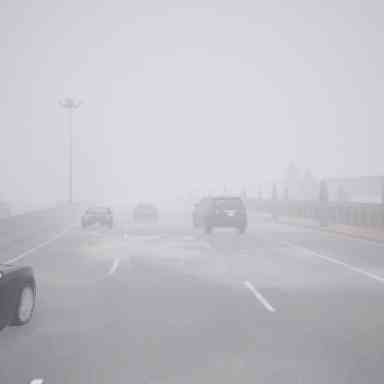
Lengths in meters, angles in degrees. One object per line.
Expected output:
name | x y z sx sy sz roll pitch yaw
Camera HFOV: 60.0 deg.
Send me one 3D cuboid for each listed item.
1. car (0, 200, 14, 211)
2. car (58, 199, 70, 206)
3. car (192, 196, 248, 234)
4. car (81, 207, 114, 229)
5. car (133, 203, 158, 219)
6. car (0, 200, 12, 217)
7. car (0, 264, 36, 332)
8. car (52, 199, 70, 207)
car | -25.395 1.788 44.060 1.994 1.385 4.181 0 0 -12
car | -28.019 2.345 72.920 1.882 1.535 5.008 0 -3 -12
car | 1.474 1.234 19.459 2.150 2.045 5.566 0 0 -10
car | -6.254 1.667 22.519 1.895 1.301 4.718 0 0 -12
car | -4.202 1.628 29.658 1.994 1.385 4.181 0 0 -12
car | -19.404 1.673 32.889 1.837 1.490 4.892 0 0 -12
car | -3.670 1.500 4.024 1.882 1.535 5.008 0 0 -3
car | -19.866 1.764 51.654 1.994 1.385 4.181 0 0 -12
